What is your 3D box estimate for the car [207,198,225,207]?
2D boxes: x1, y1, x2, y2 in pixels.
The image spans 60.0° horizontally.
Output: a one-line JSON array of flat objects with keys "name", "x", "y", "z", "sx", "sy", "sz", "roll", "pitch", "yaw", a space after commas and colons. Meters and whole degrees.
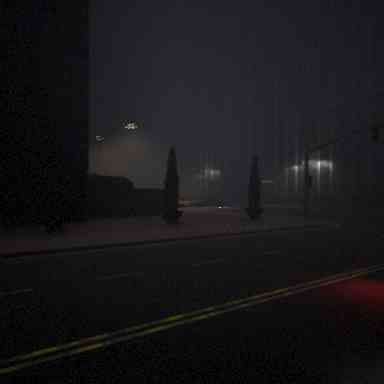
[{"name": "car", "x": 3.296, "y": 1.634, "z": 51.925, "sx": 1.994, "sy": 1.385, "sz": 4.181, "roll": 0, "pitch": 0, "yaw": -36}]

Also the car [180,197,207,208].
[{"name": "car", "x": -0.422, "y": 1.540, "z": 51.092, "sx": 1.882, "sy": 1.535, "sz": 5.008, "roll": 0, "pitch": 0, "yaw": -36}]
